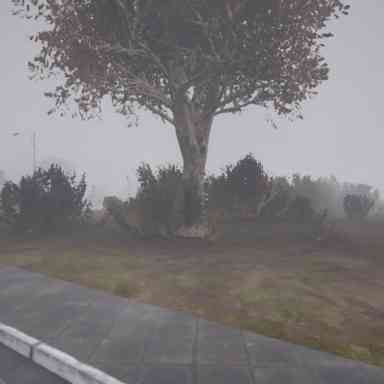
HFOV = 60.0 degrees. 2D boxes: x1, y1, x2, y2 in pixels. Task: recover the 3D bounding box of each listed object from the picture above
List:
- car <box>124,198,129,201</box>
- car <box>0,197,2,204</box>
[{"bbox_3d":[-10.706,1.420,63.033,1.895,1.301,4.718,0,0,34],"label":"car"},{"bbox_3d":[-21.223,1.366,40.923,1.812,1.442,4.674,0,0,33],"label":"car"}]
